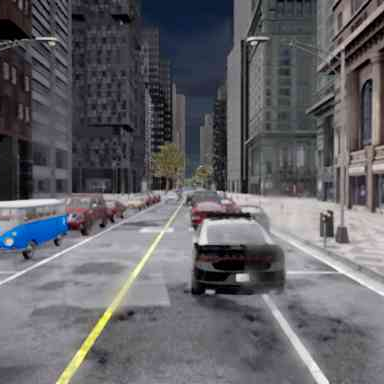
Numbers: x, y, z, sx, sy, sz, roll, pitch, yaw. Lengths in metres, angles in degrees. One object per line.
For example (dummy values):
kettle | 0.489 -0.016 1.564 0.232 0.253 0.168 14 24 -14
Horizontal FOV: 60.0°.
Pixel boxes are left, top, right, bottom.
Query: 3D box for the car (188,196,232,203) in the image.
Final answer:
car | 0.871 1.220 18.450 1.882 1.535 5.008 0 1 -1

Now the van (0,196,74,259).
van | -5.740 1.179 11.502 1.690 1.788 3.998 0 1 0

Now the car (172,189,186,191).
car | -2.841 0.628 66.467 2.033 1.411 5.357 0 1 0

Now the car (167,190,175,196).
car | -5.555 0.321 88.098 1.752 1.417 4.829 0 1 0

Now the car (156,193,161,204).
car | -5.669 0.923 44.654 1.887 1.381 4.507 0 1 0

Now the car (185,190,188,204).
car | 0.143 0.845 47.407 1.837 1.490 4.892 0 1 1

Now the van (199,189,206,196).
van | 2.990 0.064 93.643 1.690 1.788 3.998 0 1 0

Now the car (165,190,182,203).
car | -2.934 0.842 49.062 1.812 1.442 4.674 0 1 1

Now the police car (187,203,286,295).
police car | 0.920 1.304 8.571 1.930 1.638 5.238 0 1 0

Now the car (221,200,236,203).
car | 2.813 1.312 16.994 2.008 1.369 4.403 0 1 0

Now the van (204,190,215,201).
van | 2.913 0.568 55.662 1.690 1.788 3.998 0 1 0

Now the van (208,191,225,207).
van | 2.871 0.796 39.089 1.690 1.788 3.998 0 1 0

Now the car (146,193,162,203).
car | -5.657 0.847 50.179 1.887 1.381 4.507 0 1 0

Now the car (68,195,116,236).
car | -5.728 1.076 17.027 2.192 1.841 5.009 0 1 0

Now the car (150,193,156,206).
car | -5.681 0.999 39.129 1.887 1.381 4.507 0 1 0

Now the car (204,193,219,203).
car | 2.898 0.847 50.140 1.887 1.381 4.507 0 1 0

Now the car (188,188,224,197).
car | 0.958 0.882 24.487 2.150 2.045 5.566 0 1 0

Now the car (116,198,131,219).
car | -5.717 1.229 22.555 1.887 1.381 4.507 0 1 0

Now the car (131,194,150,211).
car | -5.693 1.059 33.434 1.752 1.417 4.829 0 1 0

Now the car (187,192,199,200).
car | 0.143 0.737 59.669 1.994 1.385 4.181 0 1 0

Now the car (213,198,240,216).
car | 2.842 1.190 28.043 1.802 1.307 4.206 0 1 0
